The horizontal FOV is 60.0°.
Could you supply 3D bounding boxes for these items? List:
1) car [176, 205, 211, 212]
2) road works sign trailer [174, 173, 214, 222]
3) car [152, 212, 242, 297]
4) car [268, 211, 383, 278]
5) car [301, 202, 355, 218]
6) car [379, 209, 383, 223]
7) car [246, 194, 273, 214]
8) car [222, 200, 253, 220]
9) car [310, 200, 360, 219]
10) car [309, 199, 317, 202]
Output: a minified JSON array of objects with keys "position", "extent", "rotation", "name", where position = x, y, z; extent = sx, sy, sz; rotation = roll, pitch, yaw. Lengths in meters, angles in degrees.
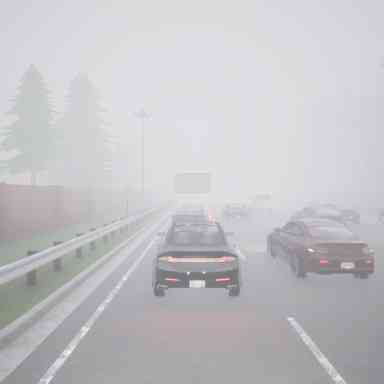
[{"position":[0.021,1.474,19.036],"extent":[1.882,1.535,5.008],"rotation":[0,0,5],"name":"car"},{"position":[0.065,0.464,22.956],"extent":[2.380,3.560,2.880],"rotation":[0,0,-1],"name":"road works sign trailer"},{"position":[0.101,1.491,8.589],"extent":[2.128,1.511,4.902],"rotation":[0,0,0],"name":"car"},{"position":[3.600,1.526,9.988],"extent":[1.812,1.442,4.674],"rotation":[0,0,0],"name":"car"},{"position":[7.099,1.526,18.908],"extent":[1.812,1.442,4.674],"rotation":[0,0,0],"name":"car"},{"position":[14.107,1.354,21.342],"extent":[2.097,1.767,4.553],"rotation":[0,0,-1],"name":"car"},{"position":[7.102,1.219,35.652],"extent":[2.150,2.045,5.566],"rotation":[0,0,0],"name":"car"},{"position":[3.602,1.601,28.074],"extent":[1.895,1.301,4.718],"rotation":[0,0,0],"name":"car"},{"position":[10.602,1.526,24.479],"extent":[1.812,1.442,4.674],"rotation":[0,0,0],"name":"car"},{"position":[14.102,1.547,37.514],"extent":[2.033,1.411,5.357],"rotation":[0,0,0],"name":"car"}]
